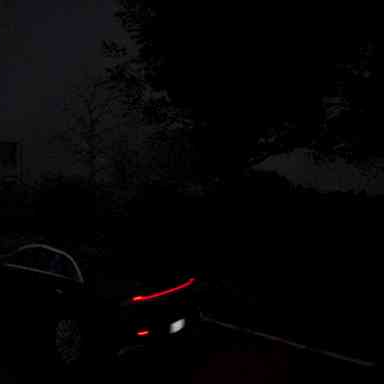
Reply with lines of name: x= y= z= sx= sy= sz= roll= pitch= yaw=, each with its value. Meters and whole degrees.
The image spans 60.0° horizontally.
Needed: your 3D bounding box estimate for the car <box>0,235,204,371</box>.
car: x=-2.096 y=1.501 z=5.749 sx=4.902 sy=1.511 sz=2.128 roll=0 pitch=0 yaw=38
